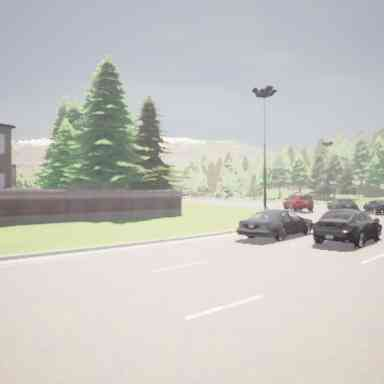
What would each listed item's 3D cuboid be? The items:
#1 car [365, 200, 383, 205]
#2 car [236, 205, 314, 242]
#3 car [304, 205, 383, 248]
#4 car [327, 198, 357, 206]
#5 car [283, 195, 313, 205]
[{"bbox_3d":[19.374,1.572,34.559,1.837,1.490,4.892,1,0,7],"label":"car"},{"bbox_3d":[4.378,1.605,16.946,2.033,1.411,5.357,0,0,42],"label":"car"},{"bbox_3d":[7.082,1.542,15.028,1.837,1.490,4.892,1,0,42],"label":"car"},{"bbox_3d":[15.925,1.439,35.408,2.097,1.767,4.553,0,0,7],"label":"car"},{"bbox_3d":[12.849,1.345,40.464,2.150,2.045,5.566,0,0,-3],"label":"car"}]
